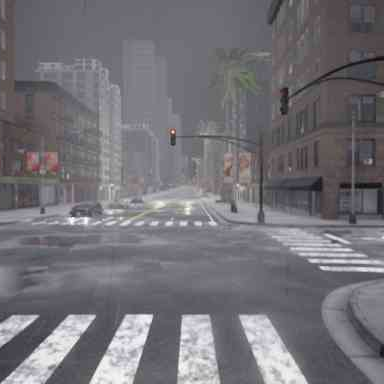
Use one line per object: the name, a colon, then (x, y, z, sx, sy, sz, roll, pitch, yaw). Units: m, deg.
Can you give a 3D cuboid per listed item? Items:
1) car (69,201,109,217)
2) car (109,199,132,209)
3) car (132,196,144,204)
car: (-9.866, 1.523, 31.649, 2.033, 1.411, 5.357, 0, 0, 0)
car: (-9.870, 1.563, 44.834, 1.895, 1.301, 4.718, 0, 0, 0)
car: (-9.836, 1.498, 60.246, 1.994, 1.385, 4.181, 0, 0, 0)
